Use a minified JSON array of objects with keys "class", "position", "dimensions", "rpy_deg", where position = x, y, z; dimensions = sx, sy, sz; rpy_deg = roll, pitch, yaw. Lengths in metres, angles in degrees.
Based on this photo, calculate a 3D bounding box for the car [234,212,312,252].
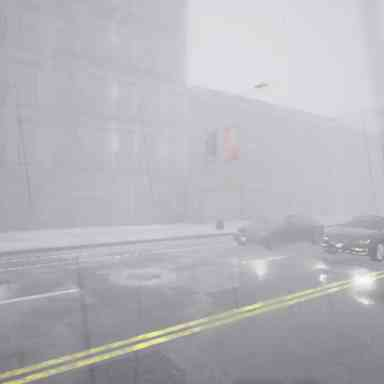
[{"class":"car","position":[3.927,1.609,14.445],"dimensions":[4.674,1.442,1.812],"rpy_deg":[1,0,-35]}]

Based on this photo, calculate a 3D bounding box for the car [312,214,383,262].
[{"class":"car","position":[6.921,1.606,12.584],"dimensions":[4.892,1.490,1.837],"rpy_deg":[2,-1,-35]}]
